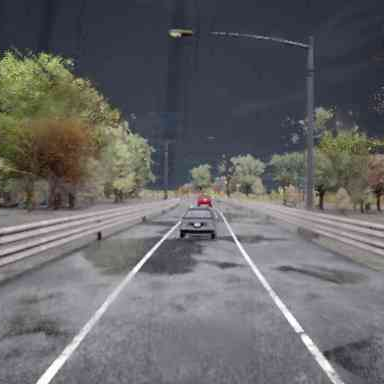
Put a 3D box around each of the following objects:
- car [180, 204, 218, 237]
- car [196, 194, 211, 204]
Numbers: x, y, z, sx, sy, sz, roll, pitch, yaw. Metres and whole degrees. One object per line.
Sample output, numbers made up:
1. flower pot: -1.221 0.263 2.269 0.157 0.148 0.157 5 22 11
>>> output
1. car: 0.409 1.601 18.300 2.033 1.411 5.357 0 0 4
2. car: 1.924 1.366 53.503 2.150 2.045 5.566 1 0 -1
